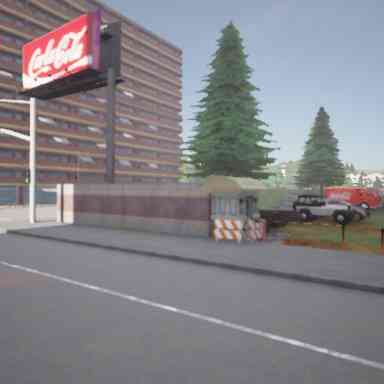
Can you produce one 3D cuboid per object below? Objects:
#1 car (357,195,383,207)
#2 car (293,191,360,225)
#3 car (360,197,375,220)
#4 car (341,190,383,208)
[{"bbox_3d":[26.174,1.227,48.099,3.988,1.617,1.851,1,0,35],"label":"car"},{"bbox_3d":[8.765,1.098,22.289,3.866,1.878,1.905,1,0,35],"label":"car"},{"bbox_3d":[10.701,1.291,24.349,4.193,1.474,1.816,1,0,35],"label":"car"},{"bbox_3d":[23.054,1.053,44.819,4.605,1.855,1.932,1,0,35],"label":"car"}]
